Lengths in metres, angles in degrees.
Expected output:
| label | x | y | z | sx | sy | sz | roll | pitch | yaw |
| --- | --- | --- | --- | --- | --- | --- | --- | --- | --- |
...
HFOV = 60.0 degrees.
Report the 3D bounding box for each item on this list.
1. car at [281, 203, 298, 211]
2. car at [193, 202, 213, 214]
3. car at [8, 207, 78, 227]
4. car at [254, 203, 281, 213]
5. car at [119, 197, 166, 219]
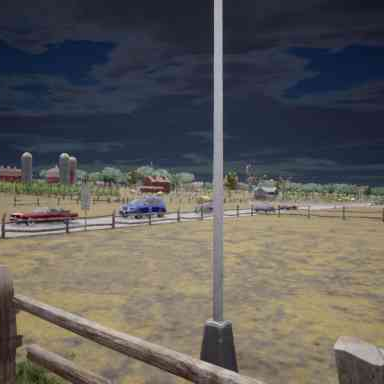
| label | x | y | z | sx | sy | sz | roll | pitch | yaw |
| --- | --- | --- | --- | --- | --- | --- | --- | --- | --- |
| car | 17.540 | 2.673 | 59.910 | 1.895 | 1.301 | 4.718 | 2 | 0 | 36 |
| car | 2.100 | 2.088 | 43.520 | 1.837 | 1.490 | 4.892 | 2 | 0 | 36 |
| car | -11.154 | 1.800 | 25.199 | 1.895 | 1.301 | 4.718 | 2 | 0 | 36 |
| car | 11.366 | 2.426 | 51.376 | 2.033 | 1.411 | 5.357 | 2 | 0 | 36 |
| car | -4.882 | 1.598 | 33.845 | 2.150 | 2.045 | 5.566 | 2 | 0 | 34 |
